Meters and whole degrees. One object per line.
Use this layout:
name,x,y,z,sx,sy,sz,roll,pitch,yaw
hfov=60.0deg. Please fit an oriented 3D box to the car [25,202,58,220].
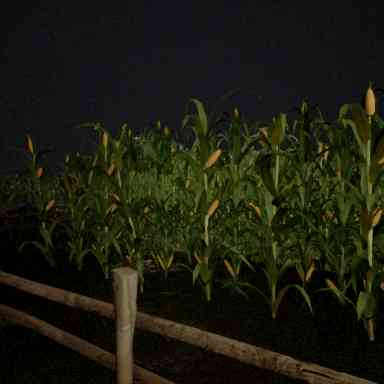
car,-12.045,1.449,24.428,1.994,1.385,4.181,0,1,35

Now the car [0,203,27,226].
car,-12.368,1.537,18.903,1.895,1.301,4.718,0,1,36
